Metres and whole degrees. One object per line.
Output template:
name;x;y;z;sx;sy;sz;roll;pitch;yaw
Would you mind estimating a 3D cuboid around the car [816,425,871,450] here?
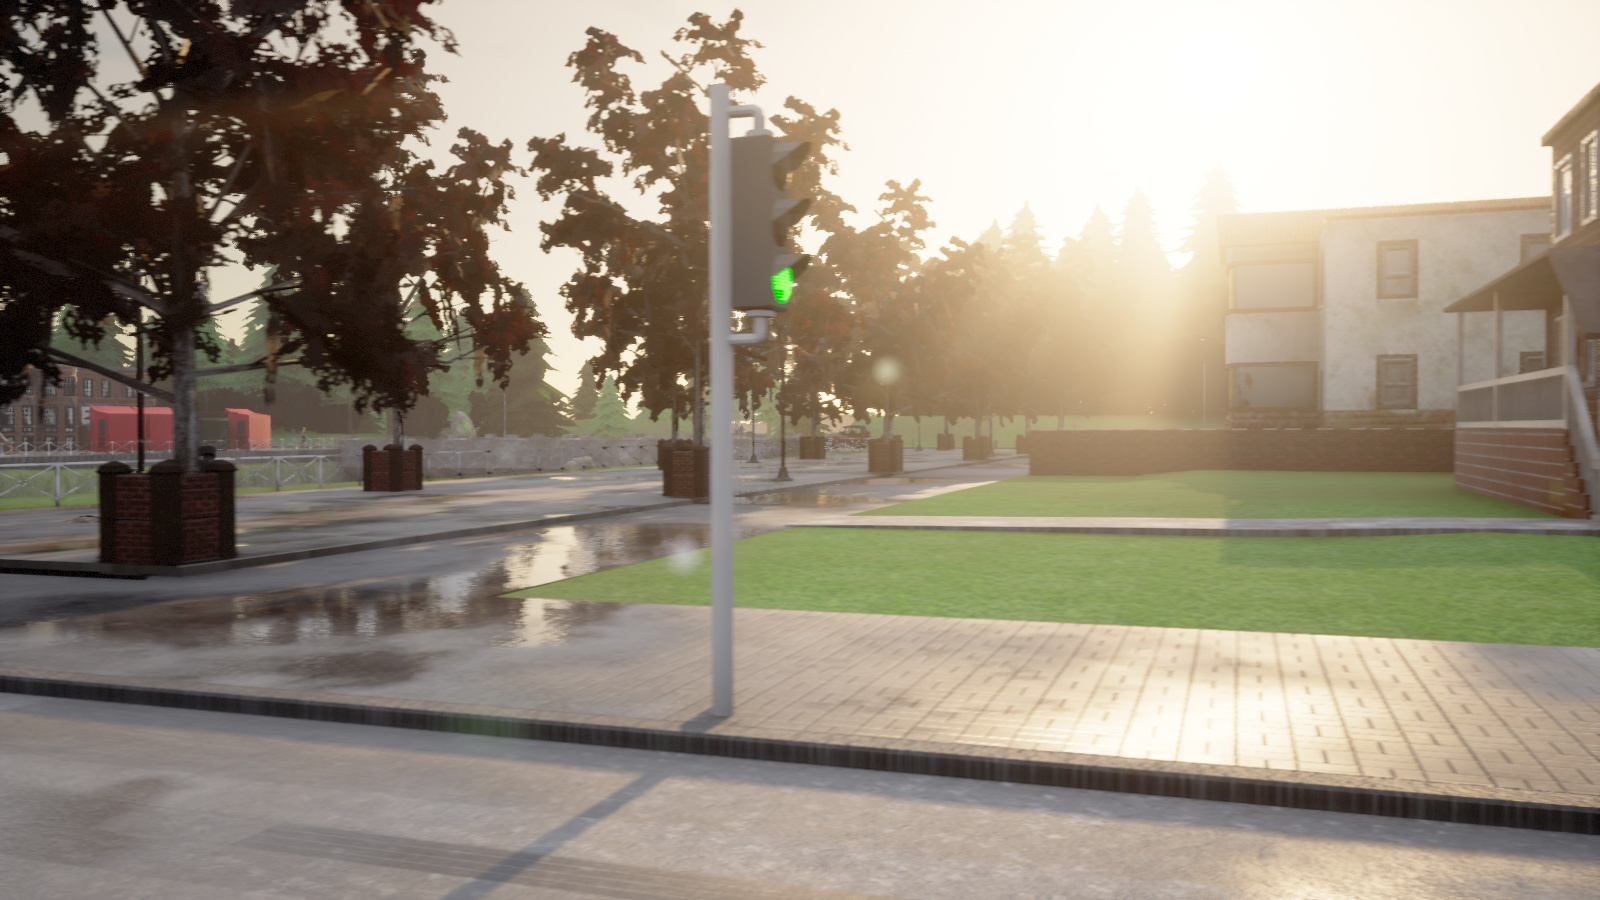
car;3.409;-0.981;98.265;3.866;1.878;1.905;1;1;19
